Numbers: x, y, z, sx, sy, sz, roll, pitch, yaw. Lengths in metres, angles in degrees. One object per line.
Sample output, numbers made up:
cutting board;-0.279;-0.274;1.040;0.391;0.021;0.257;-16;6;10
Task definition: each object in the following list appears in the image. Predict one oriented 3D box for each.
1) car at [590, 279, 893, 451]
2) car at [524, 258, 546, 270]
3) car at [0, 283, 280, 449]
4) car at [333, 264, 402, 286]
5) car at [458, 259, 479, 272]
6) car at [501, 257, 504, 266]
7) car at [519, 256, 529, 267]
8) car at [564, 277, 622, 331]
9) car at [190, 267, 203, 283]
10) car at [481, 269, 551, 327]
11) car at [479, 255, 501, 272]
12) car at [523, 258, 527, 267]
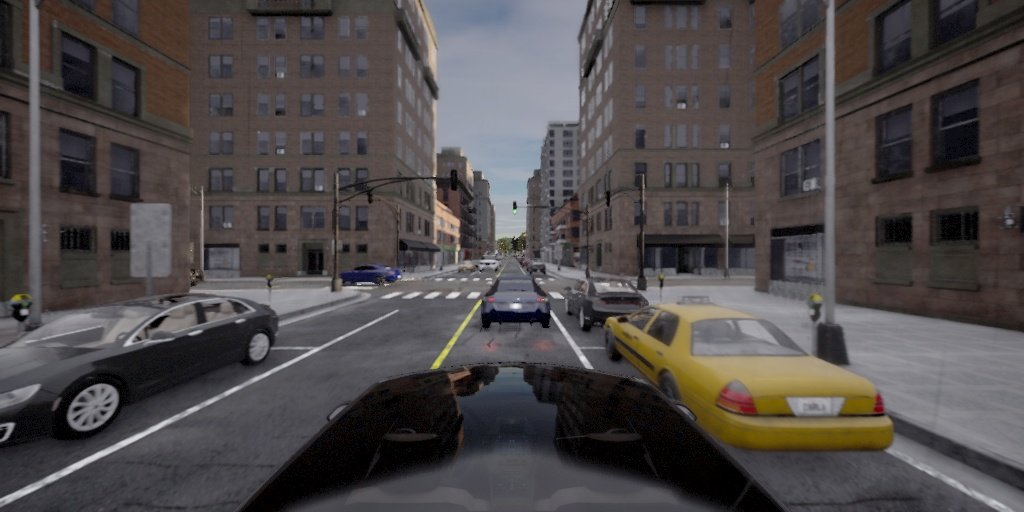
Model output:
car;2.644;1.267;5.438;1.751;1.417;4.829;0;0;0
car;2.632;1.219;37.550;2.007;1.370;4.403;0;0;0
car;-5.390;1.293;5.266;2.007;1.370;4.403;0;0;0
car;-10.013;1.269;24.868;4.674;1.442;1.812;0;0;7
car;-5.394;1.181;43.059;1.751;1.417;4.829;0;0;0
car;-2.790;1.210;61.948;1.895;1.301;4.718;0;0;1
car;2.628;1.053;60.277;1.967;1.591;4.097;0;0;0
car;2.638;1.280;10.675;2.007;1.370;4.403;0;0;0
car;-22.621;1.043;22.300;5.566;2.045;2.150;0;0;0
car;0.127;1.292;11.470;1.994;1.385;4.181;0;0;1
car;-2.840;0.876;44.339;2.150;2.045;5.566;0;0;1
car;2.631;1.237;43.232;1.802;1.307;4.207;0;0;0
